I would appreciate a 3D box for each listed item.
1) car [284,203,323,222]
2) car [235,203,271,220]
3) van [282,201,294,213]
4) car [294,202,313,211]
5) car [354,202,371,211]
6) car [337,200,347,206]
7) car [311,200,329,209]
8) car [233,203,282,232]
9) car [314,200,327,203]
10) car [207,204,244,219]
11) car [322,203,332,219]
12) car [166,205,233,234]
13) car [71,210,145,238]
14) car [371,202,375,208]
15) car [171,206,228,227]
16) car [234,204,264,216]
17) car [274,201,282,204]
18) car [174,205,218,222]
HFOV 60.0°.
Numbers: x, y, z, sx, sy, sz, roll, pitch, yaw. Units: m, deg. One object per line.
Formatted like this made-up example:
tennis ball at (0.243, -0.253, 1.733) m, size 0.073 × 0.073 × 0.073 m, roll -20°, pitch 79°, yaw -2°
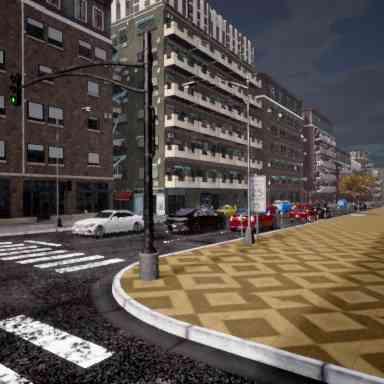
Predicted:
car at (10.619, 2.032, 31.449) m, size 1.887 × 1.381 × 4.507 m, roll -2°, pitch -2°, yaw 35°
car at (6.574, 2.038, 35.672) m, size 1.882 × 1.535 × 5.008 m, roll -1°, pitch -1°, yaw 35°
van at (13.499, 2.174, 50.106) m, size 1.690 × 1.788 × 3.998 m, roll -2°, pitch -2°, yaw 35°
car at (19.969, 2.554, 59.365) m, size 1.887 × 1.381 × 4.507 m, roll -2°, pitch -2°, yaw 35°
car at (30.022, 2.583, 59.241) m, size 1.947 × 1.339 × 4.313 m, roll -2°, pitch -2°, yaw 35°
car at (39.273, 2.882, 87.103) m, size 1.690 × 1.788 × 3.998 m, roll -2°, pitch -2°, yaw 35°
car at (26.434, 2.501, 68.636) m, size 2.192 × 1.841 × 5.009 m, roll -2°, pitch -2°, yaw 35°
car at (4.150, 1.751, 22.187) m, size 1.967 × 1.590 × 4.097 m, roll -2°, pitch -2°, yaw 35°
car at (18.051, 2.278, 46.543) m, size 1.837 × 1.490 × 4.892 m, roll -1°, pitch -1°, yaw 35°
car at (3.703, 2.090, 36.064) m, size 1.752 × 1.417 × 4.829 m, roll -2°, pitch -2°, yaw 35°
car at (13.854, 2.141, 36.080) m, size 1.947 × 1.339 × 4.313 m, roll -2°, pitch -2°, yaw 35°
car at (0.357, 1.781, 21.196) m, size 2.128 × 1.511 × 4.902 m, roll -1°, pitch -1°, yaw 35°
car at (-4.739, 1.778, 19.467) m, size 1.812 × 1.442 × 4.674 m, roll -1°, pitch -1°, yaw 34°
car at (36.490, 2.745, 68.506) m, size 2.008 × 1.369 × 4.403 m, roll -2°, pitch -2°, yaw 35°
car at (0.787, 1.950, 27.395) m, size 2.033 × 1.411 × 5.357 m, roll -1°, pitch -1°, yaw 35°
car at (7.034, 2.222, 40.835) m, size 1.947 × 1.339 × 4.313 m, roll -2°, pitch -2°, yaw 35°
car at (10.267, 2.289, 45.468) m, size 1.887 × 1.381 × 4.507 m, roll -2°, pitch -2°, yaw 35°
car at (0.469, 2.002, 31.432) m, size 1.752 × 1.417 × 4.829 m, roll -2°, pitch -2°, yaw 35°
